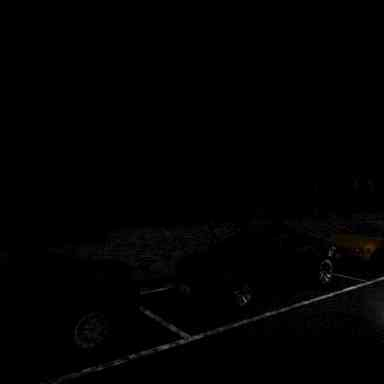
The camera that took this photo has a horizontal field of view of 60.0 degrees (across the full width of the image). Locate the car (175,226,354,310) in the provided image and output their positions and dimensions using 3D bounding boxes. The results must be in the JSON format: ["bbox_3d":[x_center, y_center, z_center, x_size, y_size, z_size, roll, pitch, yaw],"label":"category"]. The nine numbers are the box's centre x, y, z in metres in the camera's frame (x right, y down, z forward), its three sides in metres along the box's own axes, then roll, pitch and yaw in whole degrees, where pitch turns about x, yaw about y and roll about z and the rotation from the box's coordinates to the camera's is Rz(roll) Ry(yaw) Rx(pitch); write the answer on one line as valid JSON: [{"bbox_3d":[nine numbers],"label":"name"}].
[{"bbox_3d":[1.650,1.566,7.837,4.313,1.339,1.947,0,0,-36],"label":"car"}]

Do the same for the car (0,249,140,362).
[{"bbox_3d":[-2.932,1.545,4.555,4.507,1.381,1.887,0,0,-36],"label":"car"}]

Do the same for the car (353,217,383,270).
[{"bbox_3d":[6.094,1.527,11.021,4.829,1.417,1.752,0,0,-36],"label":"car"}]
